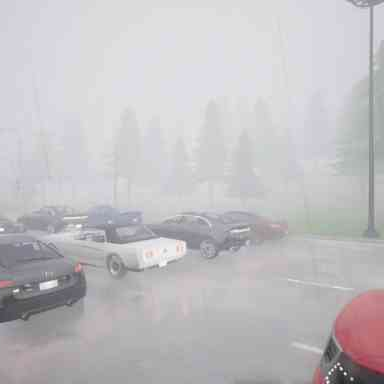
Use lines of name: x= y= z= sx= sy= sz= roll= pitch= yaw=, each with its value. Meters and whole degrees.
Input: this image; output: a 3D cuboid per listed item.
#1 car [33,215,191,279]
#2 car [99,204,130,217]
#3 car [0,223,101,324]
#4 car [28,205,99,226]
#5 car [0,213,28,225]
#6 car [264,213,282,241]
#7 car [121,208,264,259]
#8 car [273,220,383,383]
car: x=-2.568 y=1.601 z=10.090 sx=4.718 sy=1.301 sz=1.895 roll=0 pitch=0 yaw=36
car: x=-5.292 y=1.478 z=20.649 sx=5.008 sy=1.535 sz=1.882 roll=0 pitch=0 yaw=36
car: x=-4.097 y=1.564 z=6.871 sx=4.181 sy=1.385 sz=1.994 roll=0 pitch=0 yaw=35
car: x=-7.620 y=1.492 z=18.008 sx=4.902 sy=1.511 sz=2.128 roll=0 pitch=0 yaw=36
car: x=-9.693 y=1.564 z=15.187 sx=4.181 sy=1.385 sz=1.994 roll=0 pitch=0 yaw=36
car: x=2.113 y=1.526 z=15.349 sx=4.674 sy=1.442 sz=1.812 roll=0 pitch=0 yaw=36
car: x=-0.092 y=1.491 z=12.624 sx=4.902 sy=1.511 sz=2.128 roll=0 pitch=0 yaw=36
car: x=3.441 y=1.219 z=1.425 sx=5.566 sy=2.045 sz=2.150 roll=0 pitch=0 yaw=37
